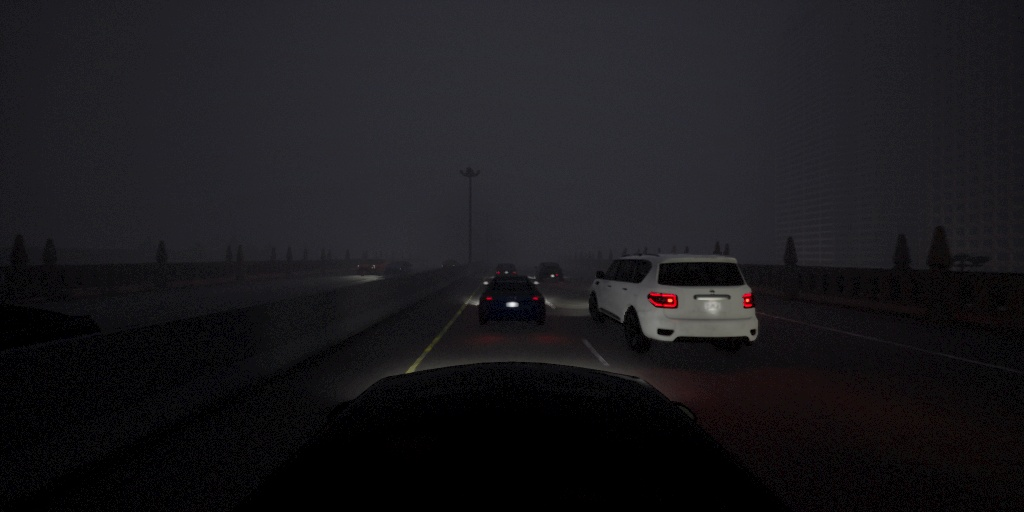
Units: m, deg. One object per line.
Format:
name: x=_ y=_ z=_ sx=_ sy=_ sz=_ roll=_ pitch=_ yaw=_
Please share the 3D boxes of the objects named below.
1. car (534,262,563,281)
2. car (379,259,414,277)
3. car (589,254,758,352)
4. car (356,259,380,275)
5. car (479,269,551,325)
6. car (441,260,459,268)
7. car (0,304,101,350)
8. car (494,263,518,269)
car: x=3.011 y=1.256 z=29.626 sx=1.837 sy=1.490 sz=4.892 roll=0 pitch=0 yaw=-2
car: x=-11.377 y=1.230 z=36.281 sx=1.882 sy=1.535 sz=5.008 roll=0 pitch=0 yaw=-2
car: x=3.528 y=0.972 z=9.059 sx=2.150 sy=2.045 sz=5.566 roll=0 pitch=0 yaw=-1
car: x=-14.933 y=1.105 z=38.365 sx=2.097 sy=1.767 sz=4.553 roll=0 pitch=0 yaw=-1
car: x=-0.030 y=1.315 z=11.918 sx=1.994 sy=1.385 sz=4.181 roll=0 pitch=0 yaw=-1
car: x=-8.198 y=1.231 z=48.018 sx=1.882 sy=1.535 sz=5.008 roll=0 pitch=0 yaw=-1
car: x=-7.126 y=1.255 z=3.386 sx=1.837 sy=1.490 sz=4.892 roll=0 pitch=0 yaw=0
car: x=-0.491 y=1.299 z=29.690 sx=2.033 sy=1.411 sz=5.357 roll=0 pitch=0 yaw=-2
